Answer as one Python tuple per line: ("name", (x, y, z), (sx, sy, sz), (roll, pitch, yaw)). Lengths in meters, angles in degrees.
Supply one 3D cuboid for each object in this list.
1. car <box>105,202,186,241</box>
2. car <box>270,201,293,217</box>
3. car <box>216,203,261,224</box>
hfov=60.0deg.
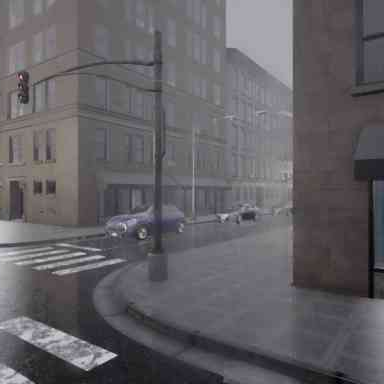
("car", (-2.333, 1.431, 17.531), (2.097, 1.767, 4.553), (0, 0, 36))
("car", (9.724, 1.684, 34.447), (2.128, 1.511, 4.902), (0, 0, 35))
("car", (3.679, 1.628, 25.946), (2.128, 1.511, 4.902), (0, 0, 36))
